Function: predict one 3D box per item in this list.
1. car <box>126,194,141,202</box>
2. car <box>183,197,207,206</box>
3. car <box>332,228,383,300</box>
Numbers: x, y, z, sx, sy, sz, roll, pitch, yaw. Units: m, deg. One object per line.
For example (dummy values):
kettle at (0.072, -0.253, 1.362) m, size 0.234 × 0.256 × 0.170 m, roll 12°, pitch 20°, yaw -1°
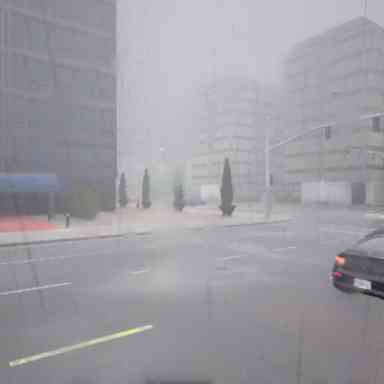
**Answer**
car at (-12.288, 1.229, 68.568) m, size 2.097 × 1.767 × 4.553 m, roll 0°, pitch 0°, yaw -36°
car at (0.374, 1.440, 50.258) m, size 1.994 × 1.385 × 4.181 m, roll 0°, pitch 0°, yaw -35°
car at (4.976, 1.491, 7.356) m, size 4.674 × 1.442 × 1.812 m, roll 0°, pitch 0°, yaw -35°
